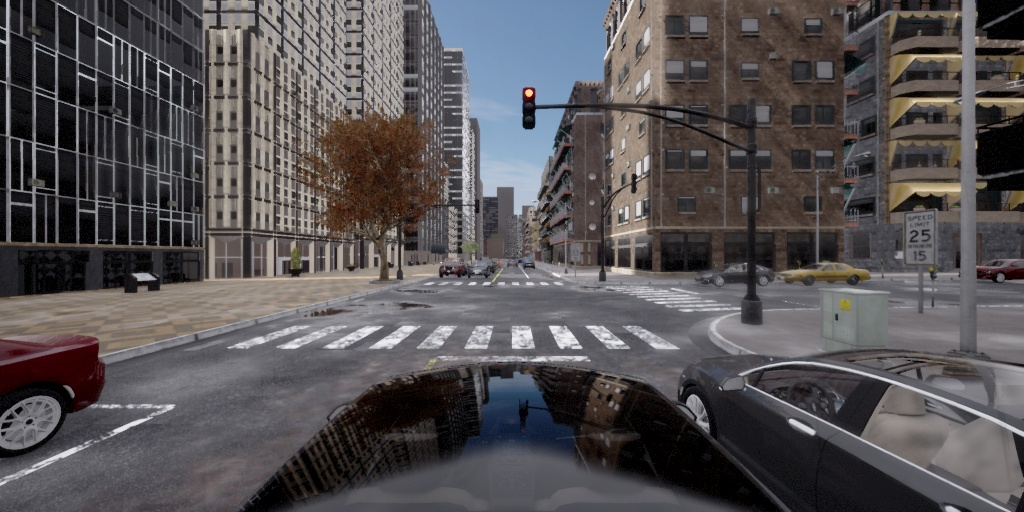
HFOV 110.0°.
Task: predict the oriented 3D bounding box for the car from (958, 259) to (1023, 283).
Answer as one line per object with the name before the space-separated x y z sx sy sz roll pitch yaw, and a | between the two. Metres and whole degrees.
car | 30.139 0.859 21.901 4.507 1.381 1.888 0 0 -1

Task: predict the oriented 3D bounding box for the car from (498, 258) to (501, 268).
car | -3.086 1.381 53.088 1.895 1.301 4.718 0 0 0

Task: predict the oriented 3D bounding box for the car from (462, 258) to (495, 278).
car | -3.096 1.255 34.198 2.128 1.511 4.902 0 0 0

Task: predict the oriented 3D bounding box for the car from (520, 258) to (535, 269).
car | 2.698 1.349 56.798 1.948 1.339 4.313 0 0 0

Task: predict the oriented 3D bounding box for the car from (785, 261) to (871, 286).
car | 18.834 0.993 21.788 4.829 1.417 1.751 0 0 -1

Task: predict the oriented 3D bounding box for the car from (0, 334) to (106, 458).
car | -5.692 1.295 2.321 1.888 1.381 4.507 0 0 0

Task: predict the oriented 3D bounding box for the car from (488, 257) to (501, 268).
car | -3.039 1.144 63.105 2.097 1.767 4.553 0 0 1

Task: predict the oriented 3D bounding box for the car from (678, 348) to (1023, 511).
car | 2.689 1.300 2.319 2.007 1.370 4.403 0 0 0

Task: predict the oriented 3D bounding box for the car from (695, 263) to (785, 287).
car | 13.437 1.095 21.734 4.403 1.370 2.007 0 0 -1

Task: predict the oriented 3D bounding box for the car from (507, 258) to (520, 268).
car | 0.111 1.284 64.089 2.128 1.511 4.902 0 0 0

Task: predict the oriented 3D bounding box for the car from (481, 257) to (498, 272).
car | -3.092 1.123 43.370 2.097 1.767 4.553 0 0 0

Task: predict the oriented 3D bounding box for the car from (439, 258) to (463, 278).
car | -5.687 1.079 34.708 2.192 1.841 5.009 0 0 0
